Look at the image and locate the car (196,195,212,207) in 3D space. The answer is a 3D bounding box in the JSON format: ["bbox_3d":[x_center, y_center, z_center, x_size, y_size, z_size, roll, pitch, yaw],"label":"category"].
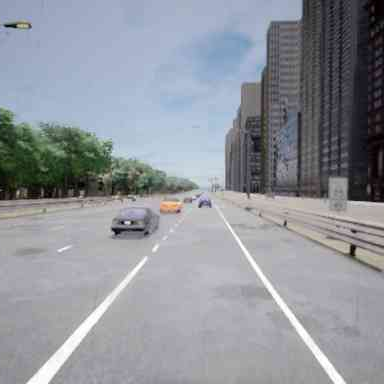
[{"bbox_3d":[2.021,1.534,50.915,1.812,1.442,4.674,0,0,2],"label":"car"}]

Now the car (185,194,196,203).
[{"bbox_3d":[-0.822,1.547,70.057,2.033,1.411,5.357,0,0,2],"label":"car"}]

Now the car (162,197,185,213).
[{"bbox_3d":[-2.203,1.326,36.019,2.097,1.767,4.553,0,0,2],"label":"car"}]

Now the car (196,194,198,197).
[{"bbox_3d":[-0.052,1.650,90.470,1.895,1.301,4.718,0,0,2],"label":"car"}]

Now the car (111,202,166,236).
[{"bbox_3d":[-2.967,1.521,18.379,2.033,1.411,5.357,0,0,3],"label":"car"}]
